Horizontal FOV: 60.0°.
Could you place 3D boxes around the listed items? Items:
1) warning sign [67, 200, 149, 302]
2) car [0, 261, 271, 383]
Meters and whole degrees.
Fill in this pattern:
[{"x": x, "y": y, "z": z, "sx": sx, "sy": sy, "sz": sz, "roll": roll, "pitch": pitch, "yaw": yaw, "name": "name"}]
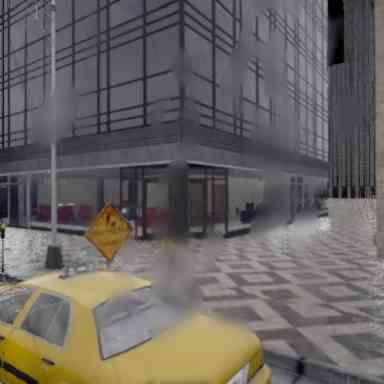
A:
[{"x": -1.755, "y": 1.124, "z": 7.038, "sx": 1.060, "sy": 1.860, "sz": 1.300, "roll": 0, "pitch": 0, "yaw": 35, "name": "warning sign"}, {"x": -1.532, "y": 1.531, "z": 4.058, "sx": 4.829, "sy": 1.417, "sz": 1.752, "roll": 0, "pitch": 0, "yaw": 35, "name": "car"}]
